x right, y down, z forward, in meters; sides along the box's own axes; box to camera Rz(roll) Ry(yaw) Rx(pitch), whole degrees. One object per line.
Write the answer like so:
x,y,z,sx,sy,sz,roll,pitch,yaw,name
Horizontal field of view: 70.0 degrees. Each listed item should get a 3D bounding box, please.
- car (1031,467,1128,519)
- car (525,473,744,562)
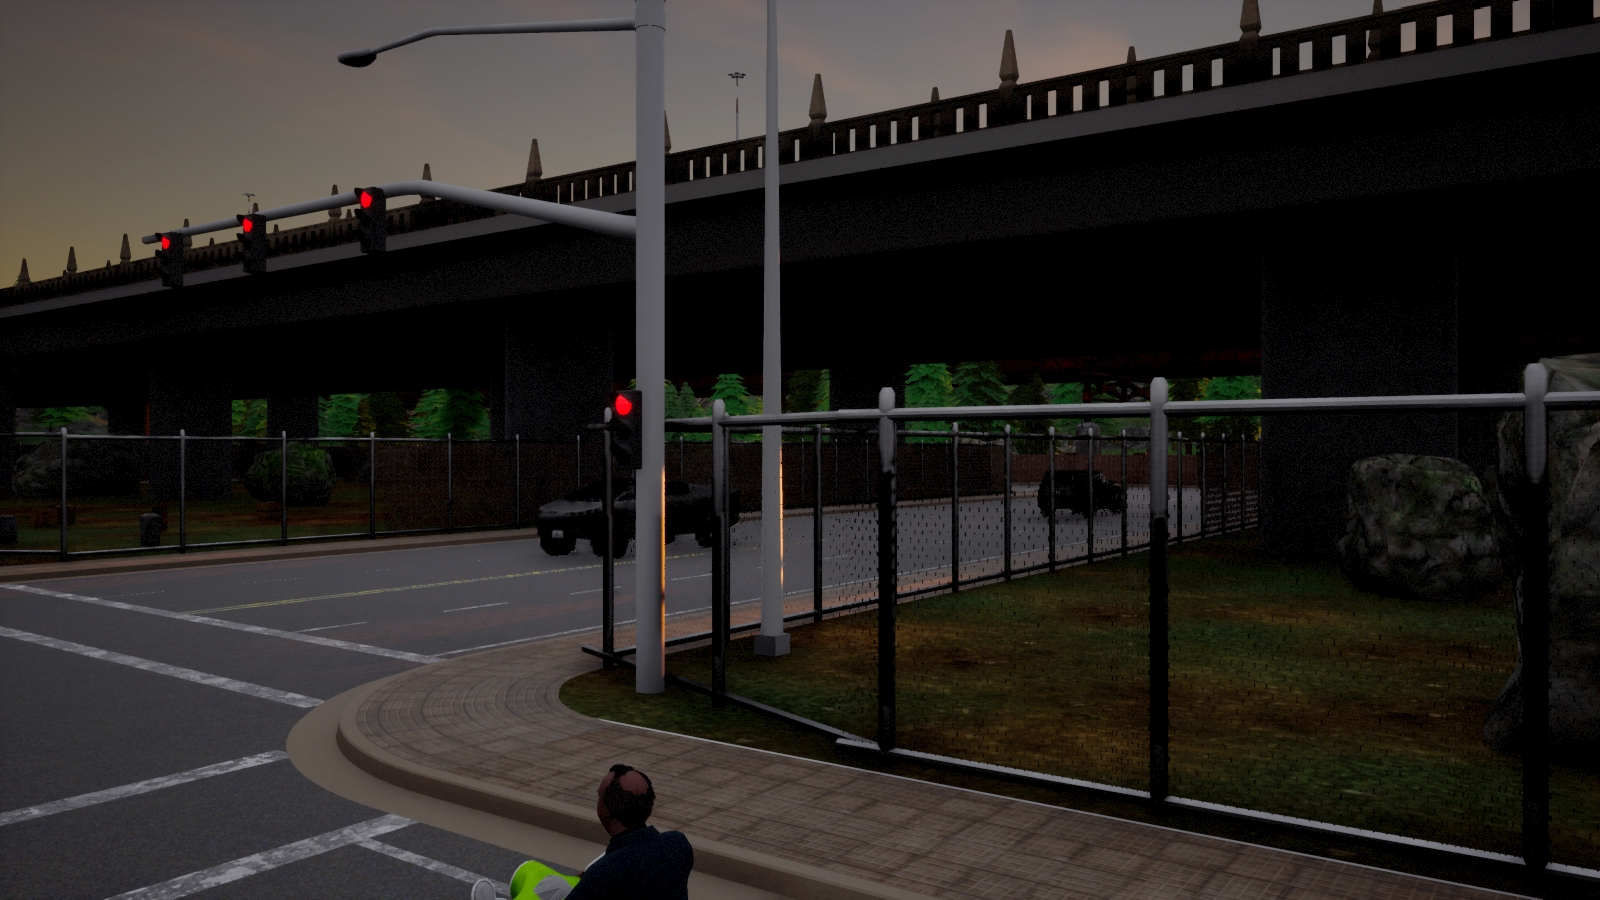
12.148,1.779,49.346,2.150,2.045,5.566,0,0,35,car
-4.449,1.753,31.932,2.390,2.098,6.274,0,0,35,car
